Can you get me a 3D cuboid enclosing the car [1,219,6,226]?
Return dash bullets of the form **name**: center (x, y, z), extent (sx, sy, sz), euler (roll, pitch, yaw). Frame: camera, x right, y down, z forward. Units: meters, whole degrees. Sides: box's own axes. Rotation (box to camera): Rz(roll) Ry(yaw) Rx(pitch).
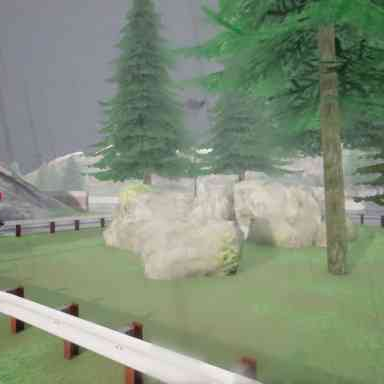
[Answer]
- **car**: center (-11.409, 1.358, 15.130), extent (5.357, 1.411, 2.033), euler (0, 0, 4)
